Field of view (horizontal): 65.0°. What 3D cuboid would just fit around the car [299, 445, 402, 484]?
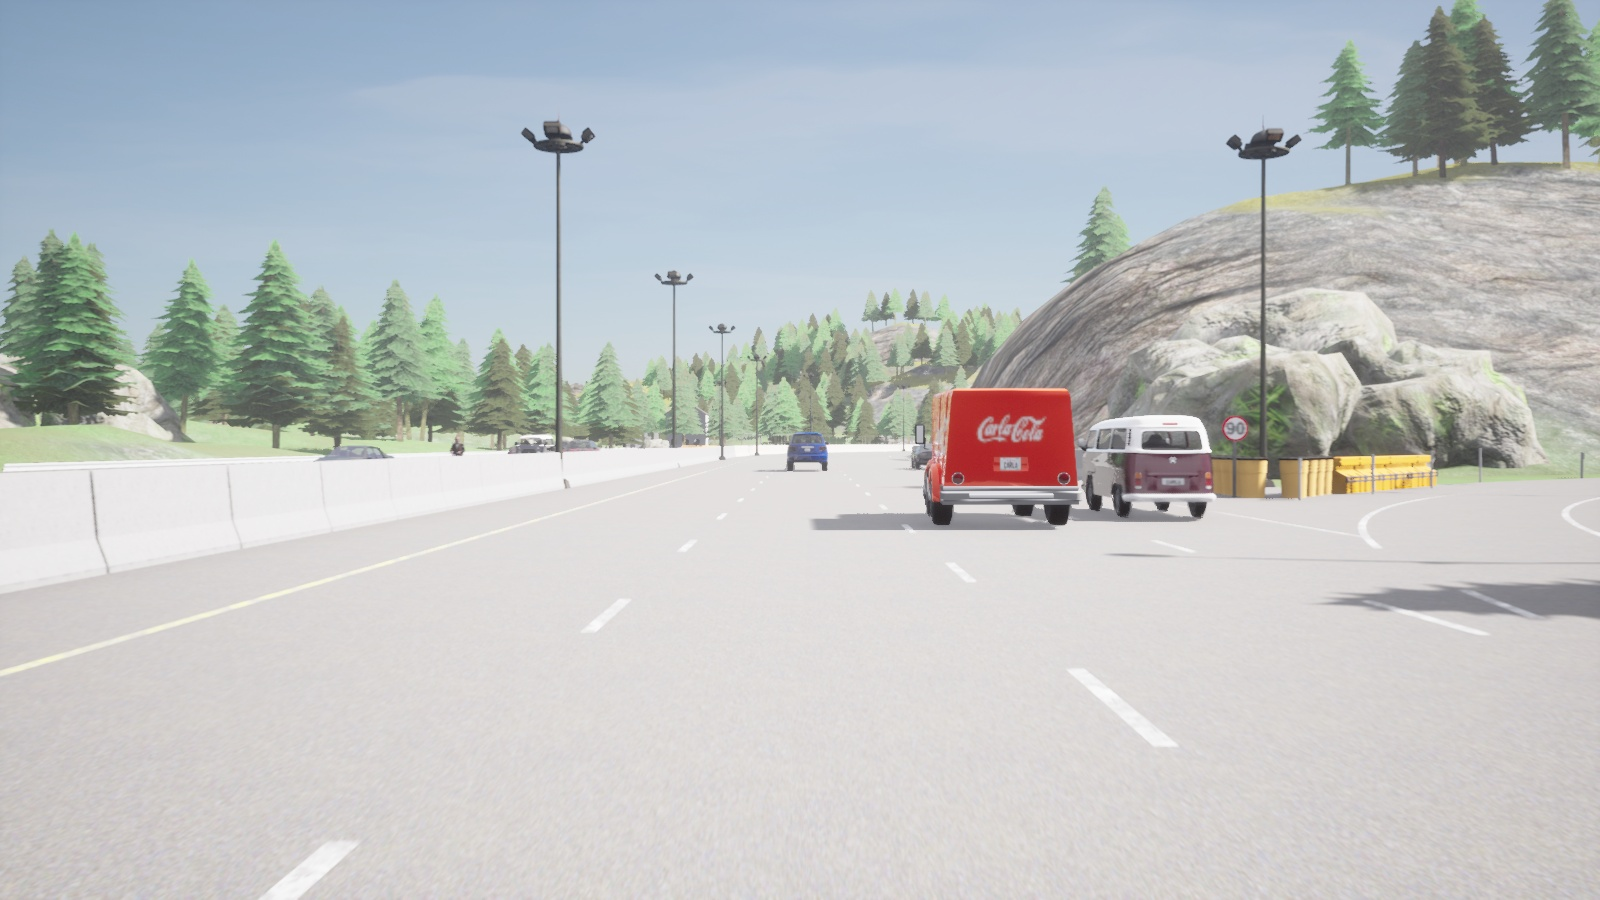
[{"bbox_3d":[-17.210,0.507,48.424,2.033,1.411,5.357,0,0,0],"label":"car"}]

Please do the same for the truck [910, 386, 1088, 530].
[{"bbox_3d":[3.653,0.126,24.196,2.627,2.467,5.204,0,0,0],"label":"truck"}]

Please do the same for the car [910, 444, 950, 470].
[{"bbox_3d":[7.425,0.372,72.082,1.812,1.442,4.674,0,0,0],"label":"car"}]

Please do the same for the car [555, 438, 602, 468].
[{"bbox_3d":[-13.547,0.160,77.090,2.097,1.767,4.553,0,0,0],"label":"car"}]

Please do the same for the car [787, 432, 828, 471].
[{"bbox_3d":[0.408,0.077,68.991,2.150,2.045,5.566,0,0,0],"label":"car"}]

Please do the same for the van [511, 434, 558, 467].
[{"bbox_3d":[-17.025,0.001,80.846,2.069,2.038,4.480,0,0,0],"label":"van"}]

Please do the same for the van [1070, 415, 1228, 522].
[{"bbox_3d":[7.165,0.330,26.296,2.069,2.038,4.480,0,1,0],"label":"van"}]
